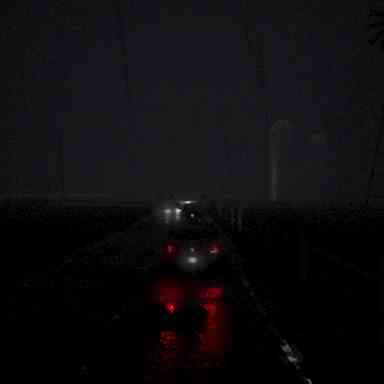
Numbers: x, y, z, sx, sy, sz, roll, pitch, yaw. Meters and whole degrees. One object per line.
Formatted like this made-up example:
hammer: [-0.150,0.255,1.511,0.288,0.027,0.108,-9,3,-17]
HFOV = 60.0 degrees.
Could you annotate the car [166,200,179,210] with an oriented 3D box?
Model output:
car: [-2.782,1.884,49.497,1.812,1.442,4.674,0,-1,0]

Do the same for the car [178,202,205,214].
car: [0.063,1.692,28.637,1.882,1.535,5.008,0,0,1]

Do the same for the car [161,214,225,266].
car: [0.040,1.692,11.794,1.895,1.301,4.718,0,0,1]
